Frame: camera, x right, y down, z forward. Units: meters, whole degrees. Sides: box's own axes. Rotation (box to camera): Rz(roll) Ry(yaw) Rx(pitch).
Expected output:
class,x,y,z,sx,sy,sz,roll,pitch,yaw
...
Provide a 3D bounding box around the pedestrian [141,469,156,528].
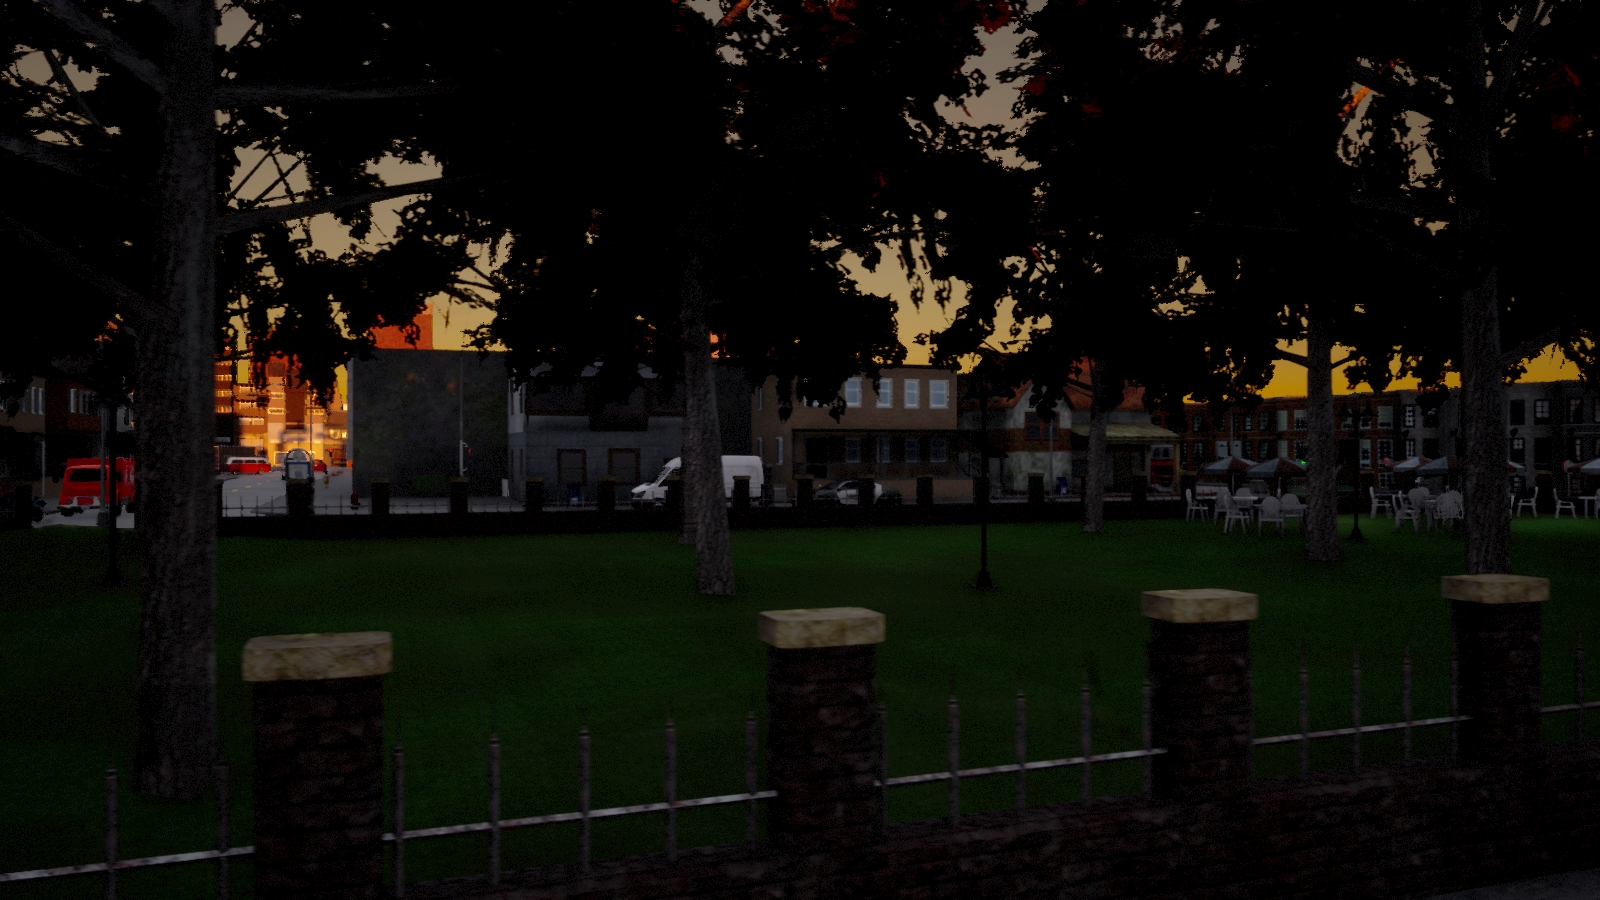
class,x,y,z,sx,sy,sz,roll,pitch,yaw
pedestrian,-20.743,1.525,36.382,0.375,1.860,0.375,0,0,-20

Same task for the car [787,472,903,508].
class,x,y,z,sx,sy,sz,roll,pitch,yaw
car,2.097,1.818,52.911,4.974,1.542,2.038,0,0,-21

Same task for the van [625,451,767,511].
class,x,y,z,sx,sy,sz,roll,pitch,yaw
van,-4.594,1.315,50.358,5.915,2.561,1.988,0,0,-20

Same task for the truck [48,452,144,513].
class,x,y,z,sx,sy,sz,roll,pitch,yaw
truck,-30.597,1.347,49.850,2.627,2.467,5.204,0,0,-21

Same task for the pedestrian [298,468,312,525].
class,x,y,z,sx,sy,sz,roll,pitch,yaw
pedestrian,-16.268,1.525,37.578,0.375,1.860,0.375,0,0,-14

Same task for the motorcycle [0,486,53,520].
class,x,y,z,sx,sy,sz,roll,pitch,yaw
motorcycle,-29.380,1.992,43.100,0.803,1.145,2.033,-2,0,9
